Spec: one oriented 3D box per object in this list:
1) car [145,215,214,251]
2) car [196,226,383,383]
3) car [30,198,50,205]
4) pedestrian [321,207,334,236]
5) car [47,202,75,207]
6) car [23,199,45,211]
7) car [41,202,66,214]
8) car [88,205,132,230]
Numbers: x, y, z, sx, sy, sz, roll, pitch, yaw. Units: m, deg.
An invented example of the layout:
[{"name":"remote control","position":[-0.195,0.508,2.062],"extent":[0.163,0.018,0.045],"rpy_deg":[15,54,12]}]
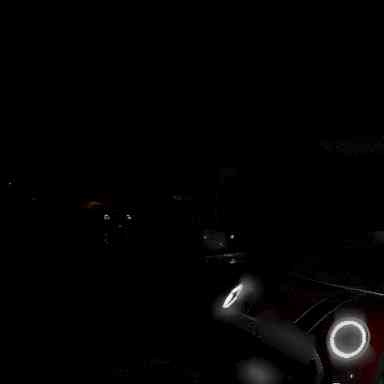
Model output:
[{"name":"car","position":[-0.319,1.774,15.563],"extent":[2.033,1.411,5.357],"rpy_deg":[3,-3,-35]},{"name":"car","position":[2.547,1.420,4.893],"extent":[4.553,1.767,2.097],"rpy_deg":[1,-1,-36]},{"name":"car","position":[-18.164,1.767,39.939],"extent":[2.150,2.045,5.566],"rpy_deg":[3,-3,-38]},{"name":"pedestrian","position":[6.492,1.596,16.079],"extent":[0.375,1.860,0.375],"rpy_deg":[2,-1,-35]},{"name":"car","position":[-11.937,1.959,31.709],"extent":[1.837,1.490,4.892],"rpy_deg":[3,-3,-37]},{"name":"car","position":[-25.326,2.131,53.336],"extent":[2.097,1.767,4.553],"rpy_deg":[3,-3,-40]},{"name":"car","position":[-19.073,2.221,45.701],"extent":[1.837,1.490,4.892],"rpy_deg":[3,-3,-38]},{"name":"car","position":[-5.990,1.699,23.596],"extent":[2.097,1.767,4.553],"rpy_deg":[3,-3,-36]}]
